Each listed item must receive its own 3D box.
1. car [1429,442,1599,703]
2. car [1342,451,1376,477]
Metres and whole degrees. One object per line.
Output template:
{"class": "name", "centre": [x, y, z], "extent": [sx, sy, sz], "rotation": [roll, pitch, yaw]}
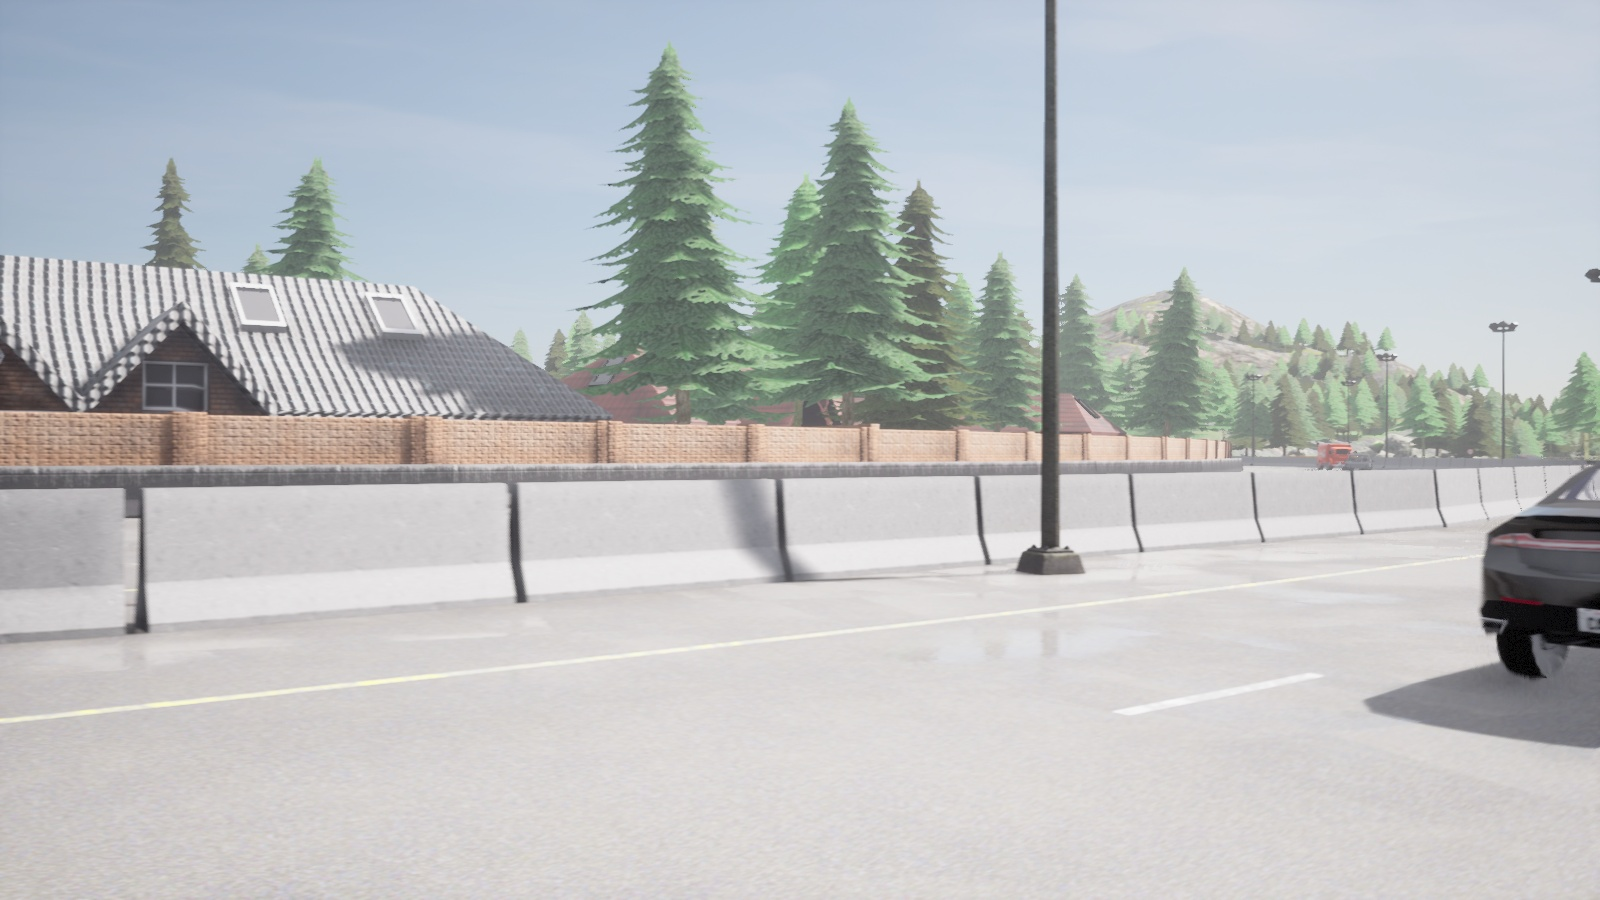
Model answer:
{"class": "car", "centre": [6.609, 0.710, 8.748], "extent": [4.902, 1.511, 2.128], "rotation": [0, 0, -39]}
{"class": "car", "centre": [34.359, 0.856, 77.165], "extent": [1.789, 1.549, 3.705], "rotation": [0, 0, 25]}
